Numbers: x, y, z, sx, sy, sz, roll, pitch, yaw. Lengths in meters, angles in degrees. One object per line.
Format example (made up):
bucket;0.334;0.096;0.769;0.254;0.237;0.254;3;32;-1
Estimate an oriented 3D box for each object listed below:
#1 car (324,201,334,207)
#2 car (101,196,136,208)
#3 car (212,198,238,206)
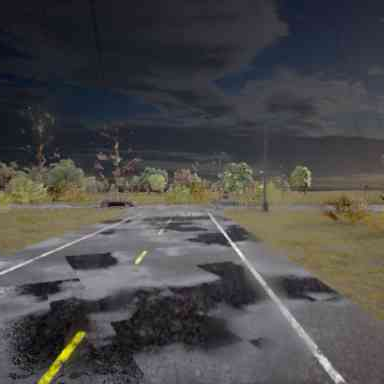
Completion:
car;23.824;1.669;53.324;4.718;1.301;1.895;0;0;-2
car;-10.031;1.310;45.395;4.553;1.767;2.097;0;0;-2
car;5.198;1.580;52.780;4.181;1.385;1.994;0;0;-2
